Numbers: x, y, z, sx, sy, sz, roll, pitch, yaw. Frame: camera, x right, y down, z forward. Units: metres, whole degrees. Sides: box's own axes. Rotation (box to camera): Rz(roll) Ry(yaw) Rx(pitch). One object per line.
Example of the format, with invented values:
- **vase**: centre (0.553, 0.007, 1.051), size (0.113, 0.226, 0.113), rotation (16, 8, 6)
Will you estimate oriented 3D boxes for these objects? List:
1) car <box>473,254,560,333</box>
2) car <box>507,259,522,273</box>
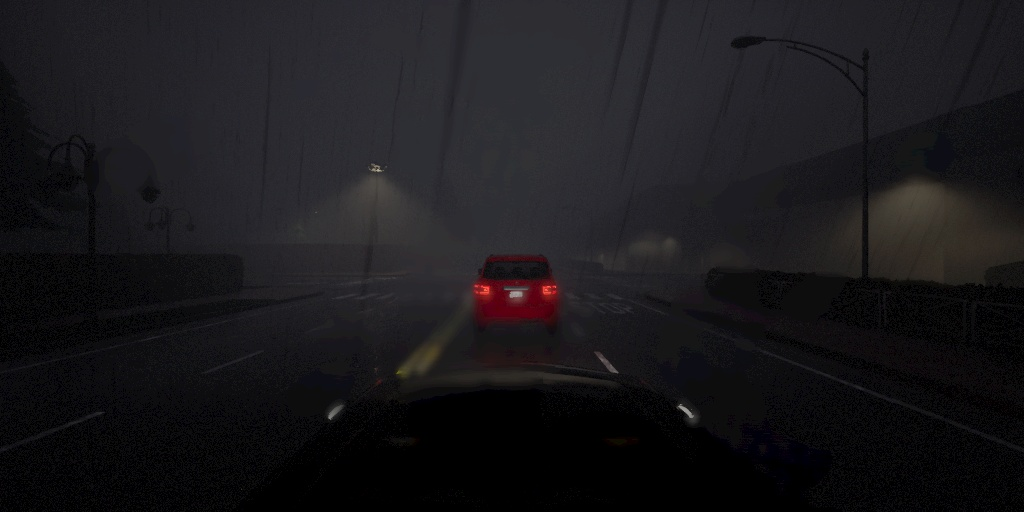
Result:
- **car**: centre (0.120, 0.971, 10.841), size (2.150, 2.045, 5.566), rotation (0, 0, 0)
- **car**: centre (0.348, 1.228, 45.566), size (1.882, 1.535, 5.008), rotation (0, 0, 1)
